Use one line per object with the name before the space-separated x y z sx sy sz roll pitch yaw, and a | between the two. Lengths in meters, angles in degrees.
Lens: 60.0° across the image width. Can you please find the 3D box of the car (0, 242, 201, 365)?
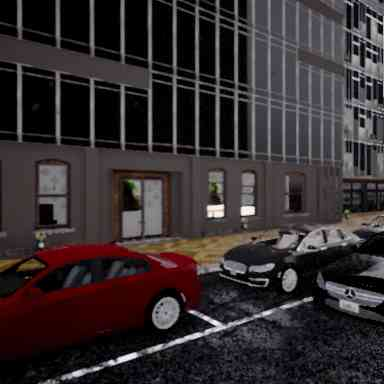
car | -1.941 1.534 5.170 4.507 1.381 1.887 -1 1 -36

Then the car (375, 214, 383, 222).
car | 7.299 1.444 11.761 4.403 1.369 2.008 -1 1 -36

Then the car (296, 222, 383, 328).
car | 4.298 1.466 6.446 4.674 1.442 1.812 -1 0 -35

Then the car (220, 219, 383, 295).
car | 2.679 1.493 8.466 4.403 1.369 2.008 -1 1 -36
